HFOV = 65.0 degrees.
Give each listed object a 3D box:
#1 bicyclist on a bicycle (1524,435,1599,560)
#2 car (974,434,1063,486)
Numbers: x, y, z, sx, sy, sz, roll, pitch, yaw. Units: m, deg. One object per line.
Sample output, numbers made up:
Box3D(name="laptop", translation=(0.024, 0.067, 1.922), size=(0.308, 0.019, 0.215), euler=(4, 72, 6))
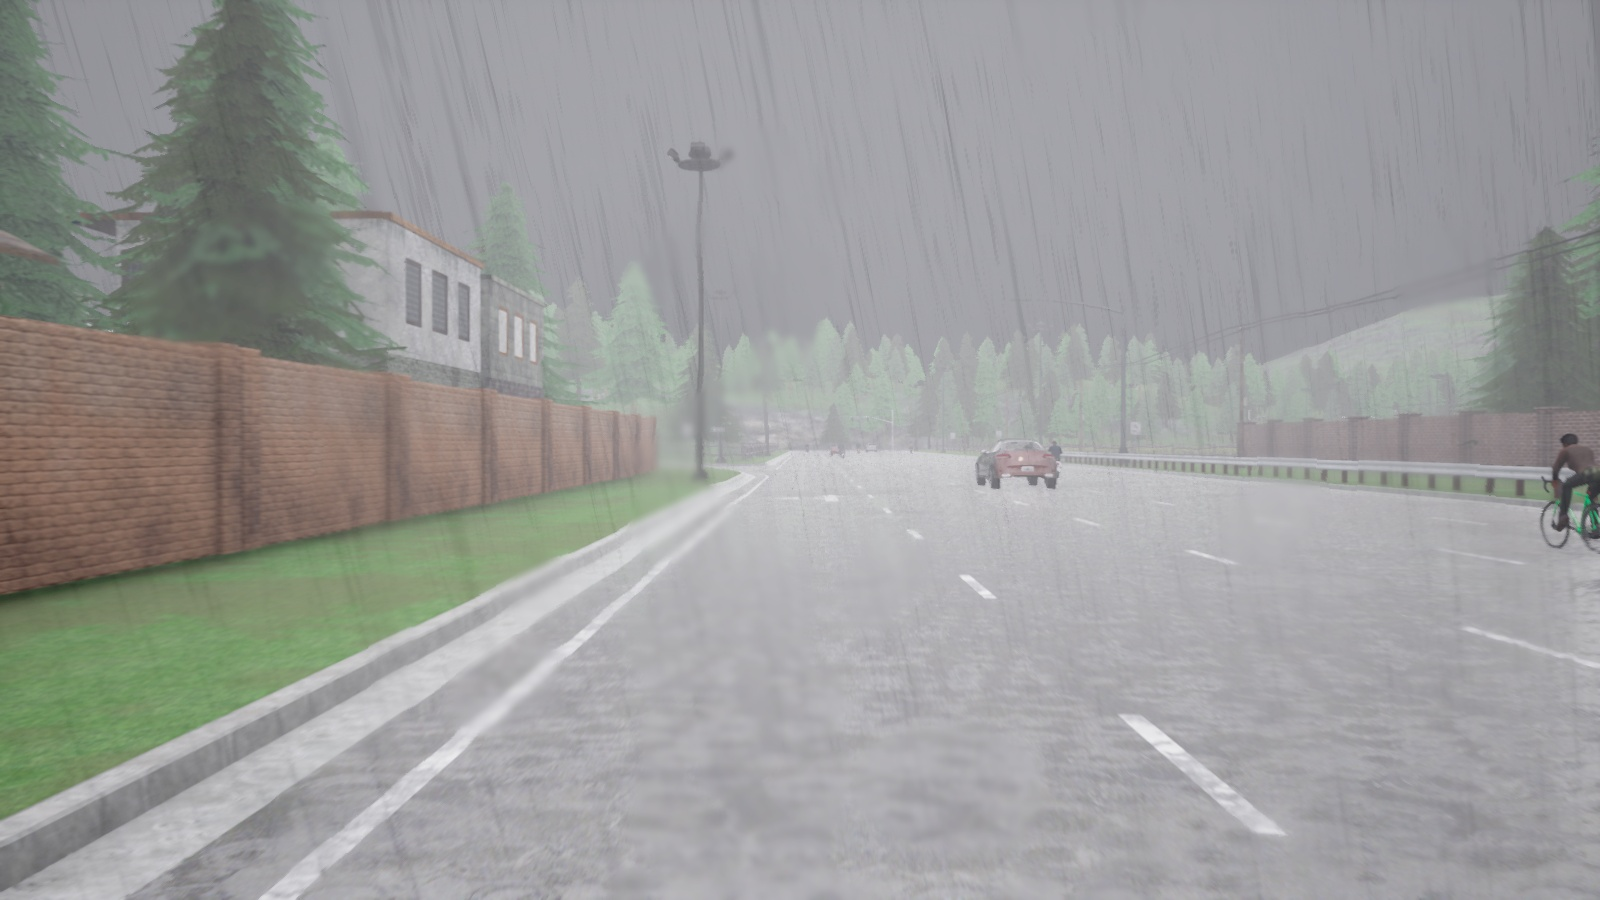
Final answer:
Box3D(name="bicyclist on a bicycle", translation=(10.612, 0.613, 17.090), size=(0.582, 1.620, 1.656), euler=(0, 0, 0))
Box3D(name="car", translation=(7.256, 0.295, 42.300), size=(2.152, 1.651, 5.027), euler=(0, 0, 0))
